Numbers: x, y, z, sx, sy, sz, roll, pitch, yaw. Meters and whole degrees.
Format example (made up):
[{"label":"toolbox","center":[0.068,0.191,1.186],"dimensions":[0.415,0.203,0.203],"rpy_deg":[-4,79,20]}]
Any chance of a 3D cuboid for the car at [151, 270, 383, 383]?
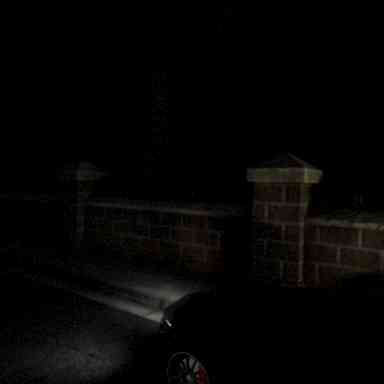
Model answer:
[{"label":"car","center":[1.739,1.519,3.114],"dimensions":[4.674,1.442,1.812],"rpy_deg":[2,1,35]}]
